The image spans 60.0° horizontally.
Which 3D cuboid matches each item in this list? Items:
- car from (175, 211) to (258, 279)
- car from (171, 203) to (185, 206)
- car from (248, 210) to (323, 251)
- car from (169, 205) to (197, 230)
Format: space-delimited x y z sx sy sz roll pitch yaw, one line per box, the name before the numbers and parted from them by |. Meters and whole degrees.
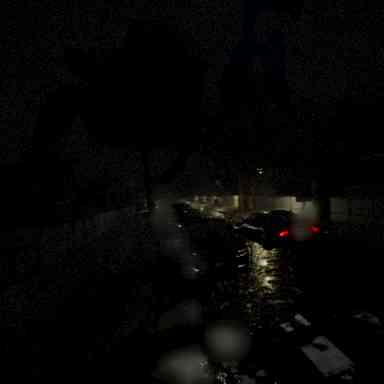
car | 0.553 1.638 11.110 1.882 1.535 5.008 -5 0 -3
car | -1.453 1.925 36.322 1.882 1.535 5.008 -5 -1 -5
car | 3.360 1.502 14.192 2.033 1.411 5.357 -5 0 -11
car | -0.256 1.825 21.569 2.033 1.411 5.357 -5 0 -5
